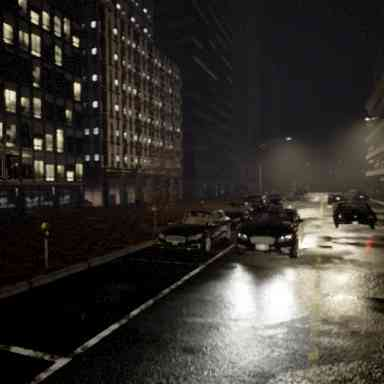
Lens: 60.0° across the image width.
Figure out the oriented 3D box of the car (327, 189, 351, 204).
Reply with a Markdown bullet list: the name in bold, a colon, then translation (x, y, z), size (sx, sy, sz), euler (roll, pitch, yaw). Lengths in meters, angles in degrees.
- **car**: translation (16.600, 0.638, 37.999), size (1.994, 1.385, 4.181), euler (0, 1, 22)

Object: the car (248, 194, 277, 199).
- **car**: translation (4.332, 0.969, 22.712), size (1.967, 1.590, 4.097), euler (-1, 1, 22)

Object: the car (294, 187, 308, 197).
- **car**: translation (20.582, 0.142, 63.790), size (1.947, 1.339, 4.313), euler (-1, 1, 22)

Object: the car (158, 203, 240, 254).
- **car**: translation (0.272, 1.324, 12.443), size (2.008, 1.369, 4.403), euler (-1, 1, 22)

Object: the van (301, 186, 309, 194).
- **van**: translation (28.702, -0.544, 84.325), size (1.690, 1.788, 3.998), euler (-1, 1, 22)

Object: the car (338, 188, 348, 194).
- **car**: translation (34.466, -0.289, 76.108), size (1.887, 1.381, 4.507), euler (-1, 1, 22)

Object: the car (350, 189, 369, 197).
- **car**: translation (20.251, 0.548, 40.167), size (1.947, 1.339, 4.313), euler (-1, 1, 22)

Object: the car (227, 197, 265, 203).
- **car**: translation (2.303, 1.202, 17.579), size (2.008, 1.369, 4.403), euler (-1, 1, 22)

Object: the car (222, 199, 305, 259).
- **car**: translation (2.874, 1.237, 11.700), size (2.128, 1.511, 4.902), euler (0, 1, 22)

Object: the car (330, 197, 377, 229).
- **car**: translation (8.659, 1.148, 17.997), size (1.895, 1.301, 4.718), euler (0, 1, 22)

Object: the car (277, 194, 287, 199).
- **car**: translation (8.396, 0.851, 32.982), size (1.947, 1.339, 4.313), euler (-1, 1, 22)

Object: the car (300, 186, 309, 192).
- **car**: translation (24.639, -0.341, 74.055), size (2.192, 1.841, 5.009), euler (-1, 1, 22)
